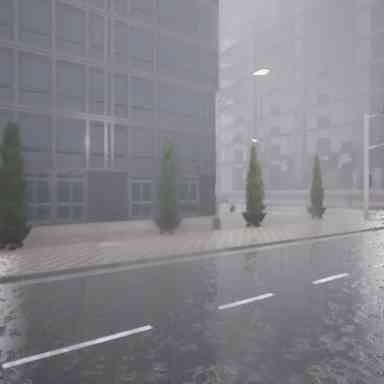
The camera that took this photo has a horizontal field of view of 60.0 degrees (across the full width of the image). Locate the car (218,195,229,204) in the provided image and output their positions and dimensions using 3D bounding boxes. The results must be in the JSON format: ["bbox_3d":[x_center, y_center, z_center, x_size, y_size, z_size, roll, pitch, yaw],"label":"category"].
[{"bbox_3d":[4.973,1.325,63.433,2.097,1.767,4.553,0,0,-36],"label":"car"}]

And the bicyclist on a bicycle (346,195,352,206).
[{"bbox_3d":[22.502,1.261,47.564,1.656,1.620,0.582,-1,0,-36],"label":"bicyclist on a bicycle"}]
